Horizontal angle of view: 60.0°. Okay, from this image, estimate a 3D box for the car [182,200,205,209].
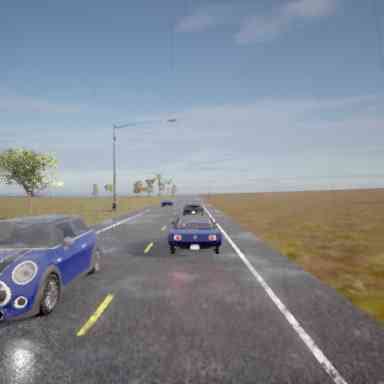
[{"bbox_3d":[0.112,1.506,31.086,1.837,1.490,4.892,0,0,0],"label":"car"}]

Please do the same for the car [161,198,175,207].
[{"bbox_3d":[-3.559,1.603,49.820,1.895,1.301,4.718,0,0,0],"label":"car"}]

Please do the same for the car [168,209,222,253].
[{"bbox_3d":[0.105,1.602,13.668,1.895,1.301,4.718,0,0,0],"label":"car"}]

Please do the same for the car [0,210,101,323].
[{"bbox_3d":[-3.598,1.353,7.467,2.097,1.767,4.553,0,0,0],"label":"car"}]
